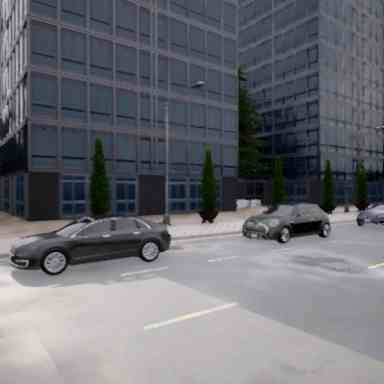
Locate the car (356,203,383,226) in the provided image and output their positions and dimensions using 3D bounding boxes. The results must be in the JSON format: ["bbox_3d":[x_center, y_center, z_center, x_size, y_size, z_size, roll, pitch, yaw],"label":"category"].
[{"bbox_3d":[12.542,1.451,21.512,4.674,1.442,1.812,0,0,-35],"label":"car"}]

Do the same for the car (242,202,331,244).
[{"bbox_3d":[4.529,1.310,15.807,4.553,1.767,2.097,0,0,-35],"label":"car"}]

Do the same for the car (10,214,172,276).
[{"bbox_3d":[-2.965,1.493,10.485,4.892,1.490,1.837,0,0,-35],"label":"car"}]
